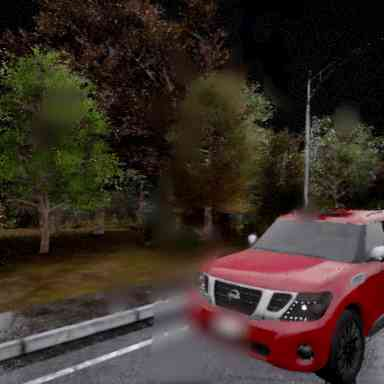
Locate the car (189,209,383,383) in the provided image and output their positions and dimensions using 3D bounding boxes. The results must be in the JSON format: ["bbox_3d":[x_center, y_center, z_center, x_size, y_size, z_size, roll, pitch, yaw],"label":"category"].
[{"bbox_3d":[2.496,1.362,5.992,5.566,2.045,2.150,2,-2,-42],"label":"car"}]
